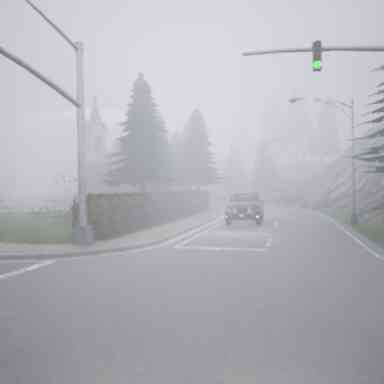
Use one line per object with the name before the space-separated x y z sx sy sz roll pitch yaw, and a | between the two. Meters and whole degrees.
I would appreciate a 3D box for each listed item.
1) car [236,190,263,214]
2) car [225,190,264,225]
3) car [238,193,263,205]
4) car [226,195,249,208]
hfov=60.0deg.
car | 5.490 0.883 32.310 2.150 2.045 5.566 -1 0 5
car | 3.581 0.993 22.146 2.150 2.045 5.566 -1 0 14
car | 8.577 0.973 49.172 2.128 1.511 4.902 -1 0 -9
car | 5.712 1.152 42.341 1.994 1.385 4.181 -1 0 -4
